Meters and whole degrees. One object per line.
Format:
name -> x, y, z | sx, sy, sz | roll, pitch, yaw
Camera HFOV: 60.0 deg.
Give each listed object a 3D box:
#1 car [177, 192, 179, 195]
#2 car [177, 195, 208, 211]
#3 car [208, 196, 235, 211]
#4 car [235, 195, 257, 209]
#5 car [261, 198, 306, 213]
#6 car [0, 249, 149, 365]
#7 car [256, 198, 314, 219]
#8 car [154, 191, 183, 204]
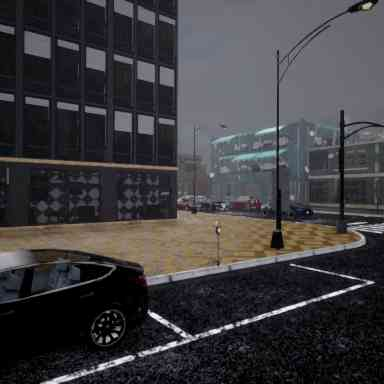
car -> -0.496, 1.101, 47.638 | 2.008, 1.369, 4.403 | 1, 0, -36
car -> -0.699, 1.231, 33.738 | 1.802, 1.307, 4.206 | 1, 0, -36
car -> 1.716, 1.160, 34.815 | 2.128, 1.511, 4.902 | 0, 1, -36
car -> 6.062, 1.130, 38.692 | 1.967, 1.590, 4.097 | 1, 0, -36
car -> 9.339, 1.340, 34.217 | 1.802, 1.307, 4.206 | 1, 0, -36
car -> -2.680, 1.566, 4.643 | 4.313, 1.339, 1.947 | 0, 0, -35
car -> 7.592, 1.355, 26.790 | 1.994, 1.385, 4.181 | 0, 1, -36
car -> -3.769, 0.794, 52.111 | 2.192, 1.841, 5.009 | 1, 0, -36
